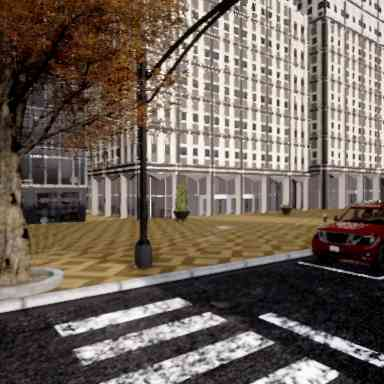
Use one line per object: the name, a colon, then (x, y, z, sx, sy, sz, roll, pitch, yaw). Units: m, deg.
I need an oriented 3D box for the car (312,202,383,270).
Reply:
car: (6.104, 1.290, 10.924, 5.009, 1.841, 2.192, 0, 0, -36)

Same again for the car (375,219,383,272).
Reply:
car: (6.941, 1.468, 8.336, 4.902, 1.511, 2.128, 0, 0, -36)
